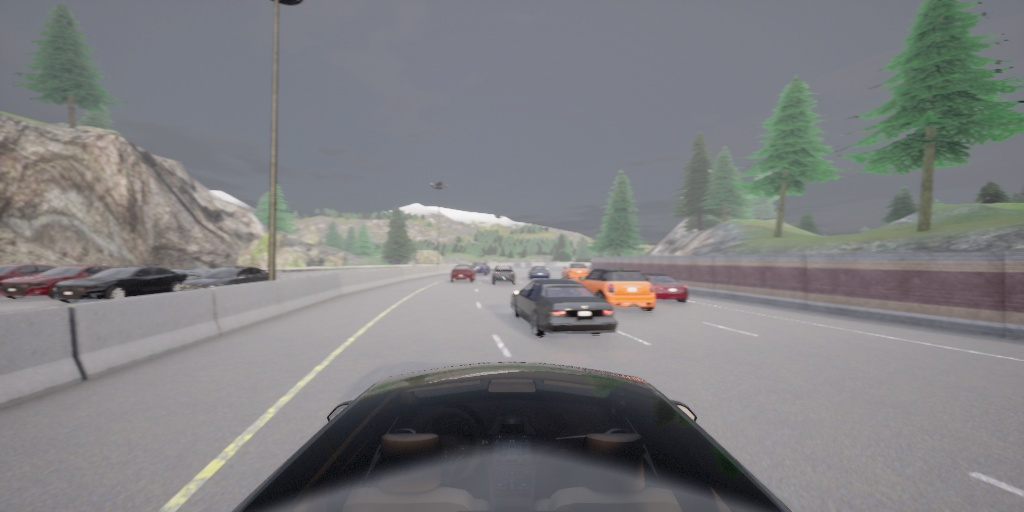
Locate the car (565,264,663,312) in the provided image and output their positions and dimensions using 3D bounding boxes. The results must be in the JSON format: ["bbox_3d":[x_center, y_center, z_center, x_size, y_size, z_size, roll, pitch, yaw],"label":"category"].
[{"bbox_3d":[4.106,1.288,15.339,2.097,1.767,4.553,1,-1,-9],"label":"car"}]

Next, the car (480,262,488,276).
[{"bbox_3d":[-3.896,1.500,44.664,2.097,1.767,4.553,1,-1,4],"label":"car"}]

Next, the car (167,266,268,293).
[{"bbox_3d":[-14.051,1.265,17.947,1.837,1.490,4.892,1,-1,-6],"label":"car"}]

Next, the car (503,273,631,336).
[{"bbox_3d":[1.243,1.405,10.789,2.033,1.411,5.357,1,-1,-10],"label":"car"}]

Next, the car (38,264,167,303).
[{"bbox_3d":[-17.397,1.183,16.323,1.882,1.535,5.008,1,-1,-6],"label":"car"}]

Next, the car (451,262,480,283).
[{"bbox_3d":[-4.234,1.491,31.821,1.882,1.535,5.008,1,-1,-1],"label":"car"}]

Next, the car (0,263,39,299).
[{"bbox_3d":[-21.026,1.154,17.387,1.882,1.535,5.008,1,-1,-6],"label":"car"}]

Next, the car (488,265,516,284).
[{"bbox_3d":[-0.714,1.526,30.135,2.128,1.511,4.902,1,-1,-2],"label":"car"}]

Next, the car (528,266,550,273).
[{"bbox_3d":[2.727,1.701,36.260,1.994,1.385,4.181,1,-1,0],"label":"car"}]

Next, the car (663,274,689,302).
[{"bbox_3d":[7.197,1.568,18.613,1.994,1.385,4.181,1,-1,-7],"label":"car"}]

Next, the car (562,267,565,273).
[{"bbox_3d":[6.225,1.516,35.152,2.097,1.767,4.553,1,-1,0],"label":"car"}]

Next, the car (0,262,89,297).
[{"bbox_3d":[-24.574,1.117,17.661,1.882,1.535,5.008,1,-1,-6],"label":"car"}]
